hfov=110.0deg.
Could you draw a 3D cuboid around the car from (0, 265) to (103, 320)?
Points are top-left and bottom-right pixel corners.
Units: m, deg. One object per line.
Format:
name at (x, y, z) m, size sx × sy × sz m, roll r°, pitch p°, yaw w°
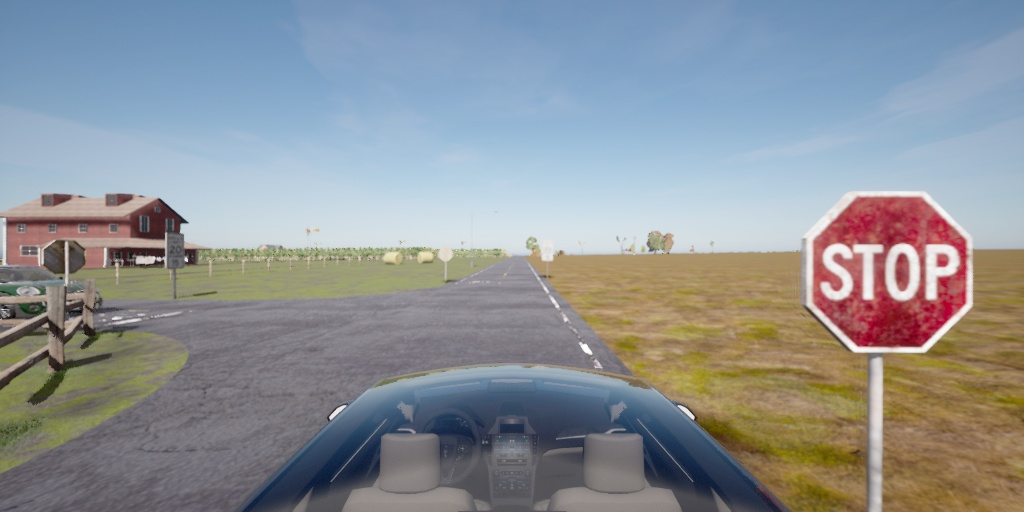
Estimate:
car at (-15.927, 1.060, 11.272) m, size 4.553 × 1.767 × 2.097 m, roll 0°, pitch 0°, yaw 1°
